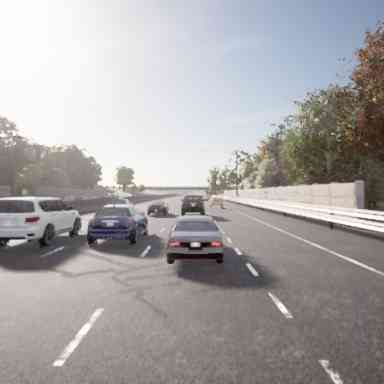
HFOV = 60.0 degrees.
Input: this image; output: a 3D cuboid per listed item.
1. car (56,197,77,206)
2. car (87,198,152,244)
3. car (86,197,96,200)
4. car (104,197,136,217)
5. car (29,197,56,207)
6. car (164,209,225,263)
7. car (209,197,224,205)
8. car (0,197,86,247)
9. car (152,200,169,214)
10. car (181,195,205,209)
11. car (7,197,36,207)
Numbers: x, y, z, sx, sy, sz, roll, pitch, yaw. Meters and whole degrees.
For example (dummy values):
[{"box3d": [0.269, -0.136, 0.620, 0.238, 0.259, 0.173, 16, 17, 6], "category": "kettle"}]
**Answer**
[{"box3d": [-21.050, 1.639, 55.864, 1.994, 1.385, 4.181, 0, 0, 1], "category": "car"}, {"box3d": [-3.401, 1.367, 15.955, 2.097, 1.767, 4.553, 0, 0, 0], "category": "car"}, {"box3d": [-17.549, 1.568, 56.530, 2.128, 1.511, 4.902, 0, 0, 1], "category": "car"}, {"box3d": [-6.904, 1.390, 32.417, 2.097, 1.767, 4.553, 0, 0, 0], "category": "car"}, {"box3d": [-24.537, 1.621, 54.896, 2.033, 1.411, 5.357, 0, 0, 1], "category": "car"}, {"box3d": [0.097, 1.558, 11.999, 2.033, 1.411, 5.357, 0, 0, 0], "category": "car"}, {"box3d": [3.494, 1.368, 47.324, 1.882, 1.535, 5.008, 0, 0, 0], "category": "car"}, {"box3d": [-6.905, 1.236, 15.164, 2.150, 2.045, 5.566, 0, 0, 0], "category": "car"}, {"box3d": [-3.406, 1.565, 33.747, 1.812, 1.442, 4.674, 0, 0, 0], "category": "car"}, {"box3d": [0.095, 1.258, 31.896, 2.150, 2.045, 5.566, 0, 0, 0], "category": "car"}, {"box3d": [-28.043, 1.566, 54.915, 2.128, 1.511, 4.902, 0, 0, 1], "category": "car"}]
